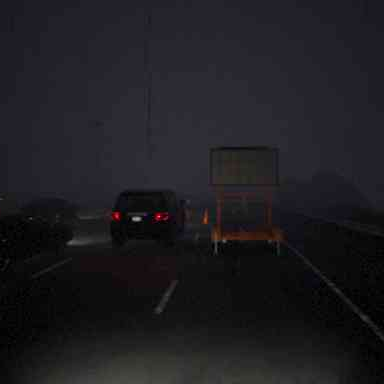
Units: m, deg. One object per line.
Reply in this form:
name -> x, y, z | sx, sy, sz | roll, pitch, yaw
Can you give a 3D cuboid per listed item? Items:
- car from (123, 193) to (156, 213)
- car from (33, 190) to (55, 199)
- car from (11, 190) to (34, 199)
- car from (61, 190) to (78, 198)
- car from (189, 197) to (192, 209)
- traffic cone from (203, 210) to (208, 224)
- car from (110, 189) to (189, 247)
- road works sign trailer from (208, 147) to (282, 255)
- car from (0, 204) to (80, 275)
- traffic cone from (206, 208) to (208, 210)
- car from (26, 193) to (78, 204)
car -> -4.456, 0.869, 29.193 | 2.033, 1.411, 5.357 | 0, 1, 0
car -> -23.969, 0.351, 54.083 | 1.895, 1.301, 4.718 | 0, 1, -8
car -> -27.538, 0.347, 54.294 | 1.895, 1.301, 4.718 | 0, 1, -8
car -> -20.835, 0.290, 56.689 | 1.895, 1.301, 4.718 | 0, 1, -8
car -> -1.006, 0.857, 31.945 | 1.895, 1.301, 4.718 | 0, 1, -1
traffic cone -> 0.793, 1.509, 19.116 | 0.340, 0.580, 0.340 | 0, 1, 3
car -> -1.579, 0.906, 13.482 | 2.150, 2.045, 5.566 | 0, 1, 5
road works sign trailer -> 1.859, 0.182, 12.006 | 2.380, 3.560, 2.880 | 0, 1, 3
car -> -5.424, 1.323, 9.595 | 2.033, 1.411, 5.357 | 0, 1, 6
traffic cone -> 0.913, 1.462, 21.111 | 0.340, 0.580, 0.340 | 0, 1, 3
car -> -8.216, 1.049, 19.612 | 1.837, 1.490, 4.892 | 0, 1, 3
